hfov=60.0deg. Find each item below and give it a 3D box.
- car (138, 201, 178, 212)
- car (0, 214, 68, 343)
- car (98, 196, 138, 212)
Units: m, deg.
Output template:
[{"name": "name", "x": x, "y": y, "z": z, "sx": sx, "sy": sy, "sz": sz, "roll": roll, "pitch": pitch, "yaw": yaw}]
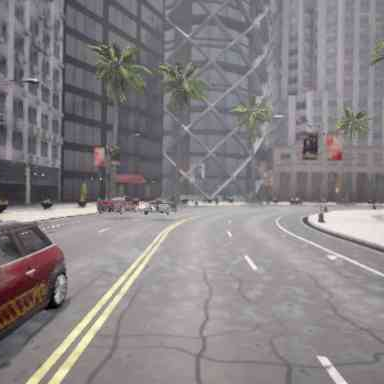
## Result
[{"name": "car", "x": -2.331, "y": 1.109, "z": 26.030, "sx": 1.994, "sy": 1.385, "sz": 4.181, "roll": 1, "pitch": 0, "yaw": 11}, {"name": "car", "x": -3.523, "y": 1.288, "z": 4.676, "sx": 2.097, "sy": 1.767, "sz": 4.553, "roll": 1, "pitch": 0, "yaw": 1}, {"name": "car", "x": -5.763, "y": 0.974, "z": 26.707, "sx": 1.882, "sy": 1.535, "sz": 5.008, "roll": 1, "pitch": 0, "yaw": 11}]
